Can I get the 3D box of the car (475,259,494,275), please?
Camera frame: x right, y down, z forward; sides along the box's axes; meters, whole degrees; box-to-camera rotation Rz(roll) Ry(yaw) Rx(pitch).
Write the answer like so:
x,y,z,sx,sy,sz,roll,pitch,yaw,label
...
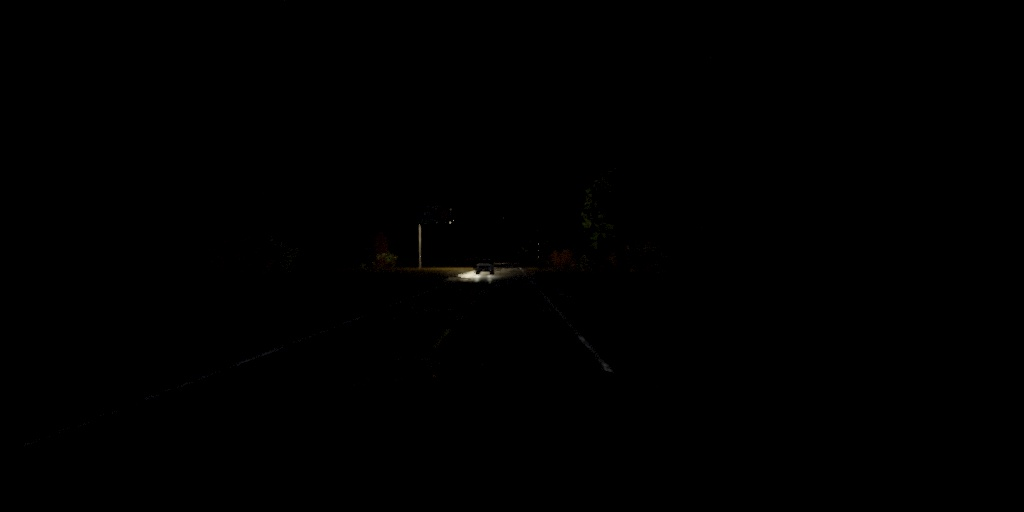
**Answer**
x,y,z,sx,sy,sz,roll,pitch,yaw,label
-3.512,1.395,46.953,2.150,2.045,5.566,0,-1,0,car
